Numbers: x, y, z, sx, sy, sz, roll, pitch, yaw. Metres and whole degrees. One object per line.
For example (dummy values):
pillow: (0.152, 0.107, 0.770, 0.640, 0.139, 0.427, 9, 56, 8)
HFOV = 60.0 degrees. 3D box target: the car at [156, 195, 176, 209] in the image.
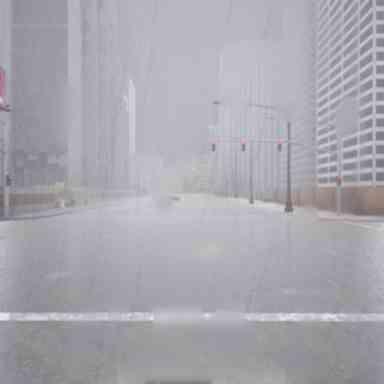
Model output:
car: (-3.428, 1.377, 42.450, 1.837, 1.490, 4.892, 0, 1, 0)

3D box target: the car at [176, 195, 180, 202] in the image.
car: (-3.386, 1.215, 66.914, 1.895, 1.301, 4.718, 0, 0, 0)
